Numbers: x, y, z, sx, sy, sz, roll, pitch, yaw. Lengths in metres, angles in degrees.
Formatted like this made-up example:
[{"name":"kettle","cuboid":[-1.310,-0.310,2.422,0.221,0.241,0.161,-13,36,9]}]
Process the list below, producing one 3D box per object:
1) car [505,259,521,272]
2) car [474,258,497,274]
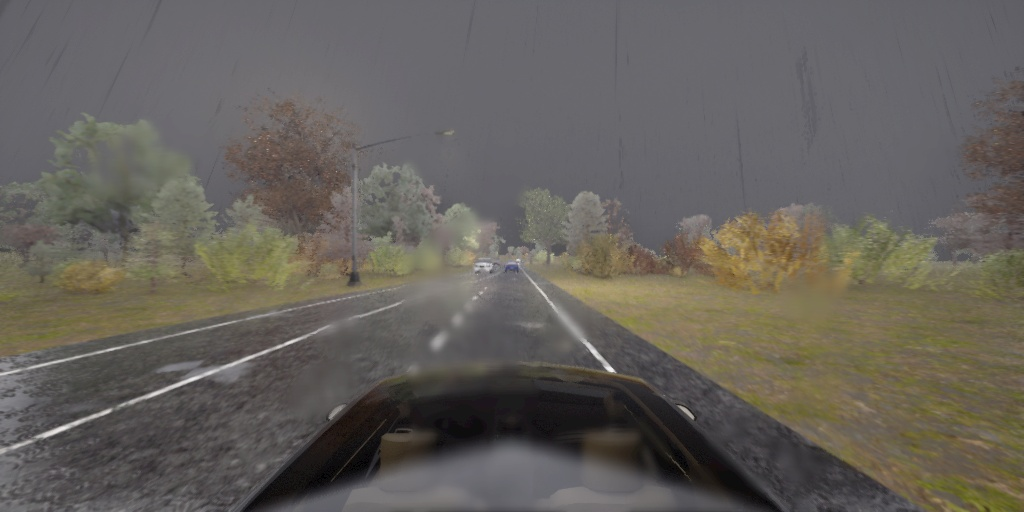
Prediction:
[{"name":"car","cuboid":[-0.002,1.543,52.941,1.882,1.535,5.008,0,0,0]},{"name":"car","cuboid":[-3.579,1.252,46.468,2.150,2.045,5.566,0,0,2]}]
